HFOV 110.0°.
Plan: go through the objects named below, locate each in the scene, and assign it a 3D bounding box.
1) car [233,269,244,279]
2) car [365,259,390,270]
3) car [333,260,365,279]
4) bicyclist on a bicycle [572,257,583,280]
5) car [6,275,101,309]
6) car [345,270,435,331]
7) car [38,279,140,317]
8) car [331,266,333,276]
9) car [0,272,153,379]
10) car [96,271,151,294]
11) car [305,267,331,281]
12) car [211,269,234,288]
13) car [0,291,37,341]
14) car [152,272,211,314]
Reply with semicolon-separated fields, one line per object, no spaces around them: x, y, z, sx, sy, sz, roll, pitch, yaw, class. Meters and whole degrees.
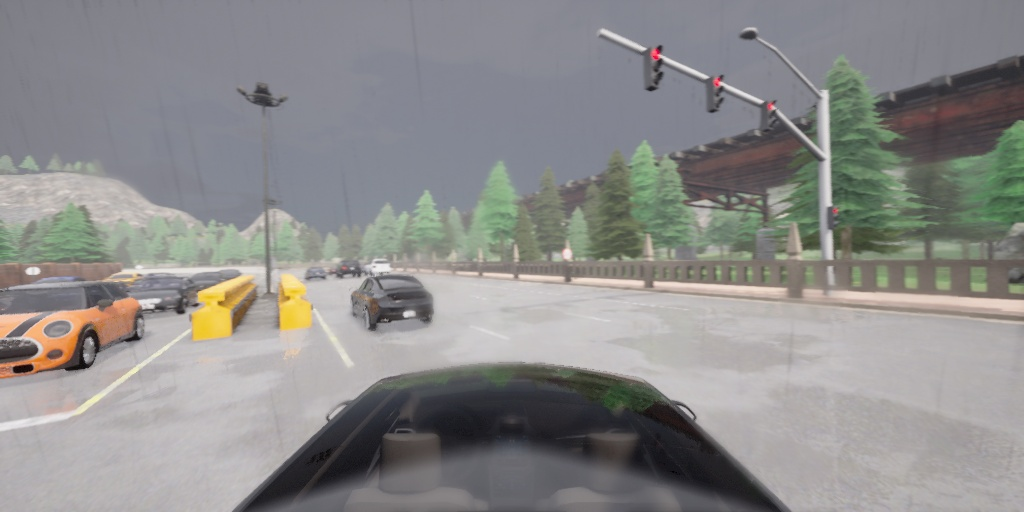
-25.968;1.965;32.920;1.882;1.535;5.008;-2;0;-32;car
-16.881;1.451;44.879;2.150;2.045;5.566;-2;0;-32;car
-19.229;1.517;42.171;2.150;2.045;5.566;-2;0;-33;car
4.567;0.921;25.787;1.656;1.620;0.582;-2;0;-32;bicyclist on a bicycle
-26.918;1.992;21.324;1.882;1.535;5.008;-2;0;-32;car
-4.058;1.370;11.799;1.837;1.490;4.892;-1;0;-32;car
-20.412;1.930;17.605;1.895;1.301;4.718;-2;0;-32;car
-24.931;2.059;50.972;1.895;1.301;4.718;-2;0;-32;car
-9.992;1.386;7.730;2.097;1.767;4.553;-2;0;-33;car
-32.534;2.152;30.222;1.882;1.535;5.008;-2;0;-32;car
-21.370;1.904;39.032;2.033;1.411;5.357;-2;0;-32;car
-20.359;1.833;24.049;1.837;1.490;4.892;-2;0;-32;car
-15.086;1.779;9.230;1.895;1.301;4.718;-2;0;-32;car
-14.849;1.663;15.372;2.128;1.511;4.902;-2;0;-32;car
